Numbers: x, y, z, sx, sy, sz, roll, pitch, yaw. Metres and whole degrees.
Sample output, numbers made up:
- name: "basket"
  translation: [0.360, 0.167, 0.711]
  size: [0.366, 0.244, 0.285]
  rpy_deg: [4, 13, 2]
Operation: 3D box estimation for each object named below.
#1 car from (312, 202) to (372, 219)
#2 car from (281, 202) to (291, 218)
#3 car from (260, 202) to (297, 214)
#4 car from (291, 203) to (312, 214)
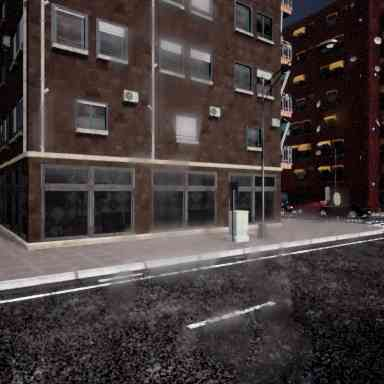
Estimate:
- name: "car"
  translation: [14.587, 1.696, 32.038]
  size: [1.882, 1.535, 5.008]
  rpy_deg: [0, -1, -35]
- name: "car"
  translation: [7.205, 1.862, 32.719]
  size: [1.802, 1.307, 4.206]
  rpy_deg: [-1, 0, -36]
- name: "car"
  translation: [10.853, 1.920, 41.920]
  size: [1.947, 1.339, 4.313]
  rpy_deg: [-1, 0, -36]
- name: "car"
  translation: [13.970, 1.829, 37.607]
  size: [1.887, 1.381, 4.507]
  rpy_deg: [-1, 0, -36]
